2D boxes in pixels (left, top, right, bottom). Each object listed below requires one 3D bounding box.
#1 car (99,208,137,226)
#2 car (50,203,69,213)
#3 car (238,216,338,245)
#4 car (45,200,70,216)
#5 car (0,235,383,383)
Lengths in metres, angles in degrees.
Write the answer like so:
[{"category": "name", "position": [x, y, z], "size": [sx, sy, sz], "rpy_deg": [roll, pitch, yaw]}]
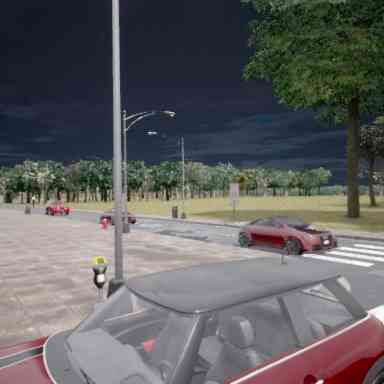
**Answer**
[{"category": "car", "position": [-6.382, 2.076, 28.492], "size": [1.994, 1.385, 4.181], "rpy_deg": [-1, -1, -35]}, {"category": "car", "position": [-22.313, 2.608, 55.923], "size": [1.837, 1.490, 4.892], "rpy_deg": [-1, -1, -36]}, {"category": "car", "position": [3.882, 1.731, 14.090], "size": [1.994, 1.385, 4.181], "rpy_deg": [-1, -1, -35]}, {"category": "car", "position": [-18.571, 2.157, 45.741], "size": [2.150, 2.045, 5.566], "rpy_deg": [-1, -1, -35]}, {"category": "car", "position": [-0.096, 1.439, 2.755], "size": [4.097, 1.590, 1.967], "rpy_deg": [0, -1, -36]}]
